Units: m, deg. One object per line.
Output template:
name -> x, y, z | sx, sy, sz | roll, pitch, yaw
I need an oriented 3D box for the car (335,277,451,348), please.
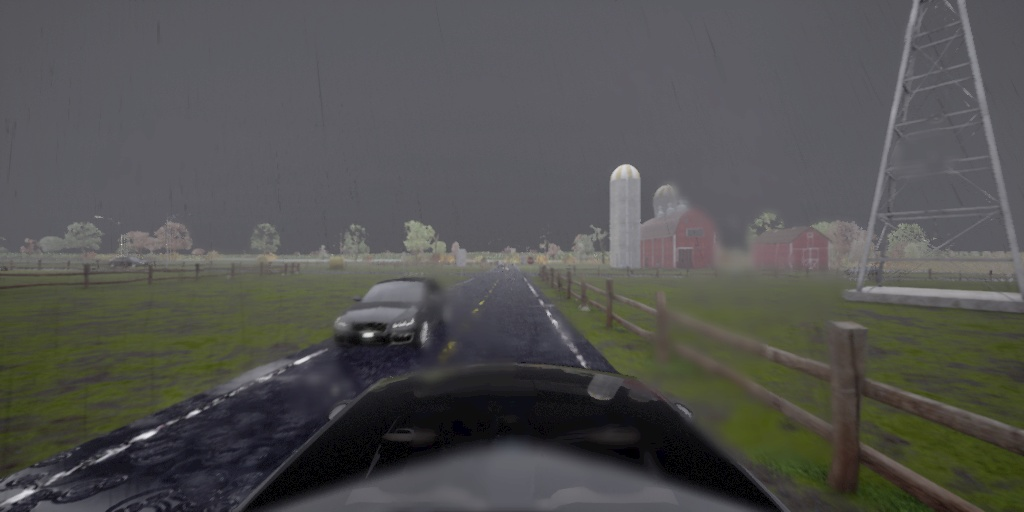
car -> -2.849, 1.342, 9.554 | 1.837, 1.490, 4.892 | 0, -1, 0
